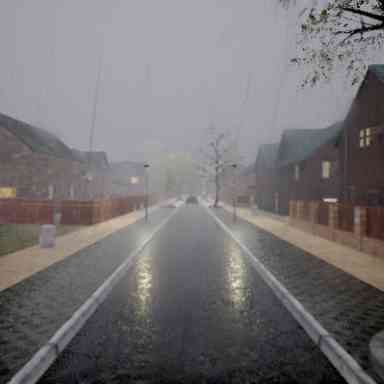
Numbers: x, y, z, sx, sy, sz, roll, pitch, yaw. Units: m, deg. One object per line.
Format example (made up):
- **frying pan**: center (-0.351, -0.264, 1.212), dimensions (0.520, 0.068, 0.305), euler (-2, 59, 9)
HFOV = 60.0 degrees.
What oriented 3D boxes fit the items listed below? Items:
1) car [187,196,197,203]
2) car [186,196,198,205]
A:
- **car**: center (-0.016, 1.450, 68.308), dimensions (2.033, 1.411, 5.357), euler (0, 0, 0)
- **car**: center (-0.014, 1.411, 57.994), dimensions (1.882, 1.535, 5.008), euler (0, 0, 0)
